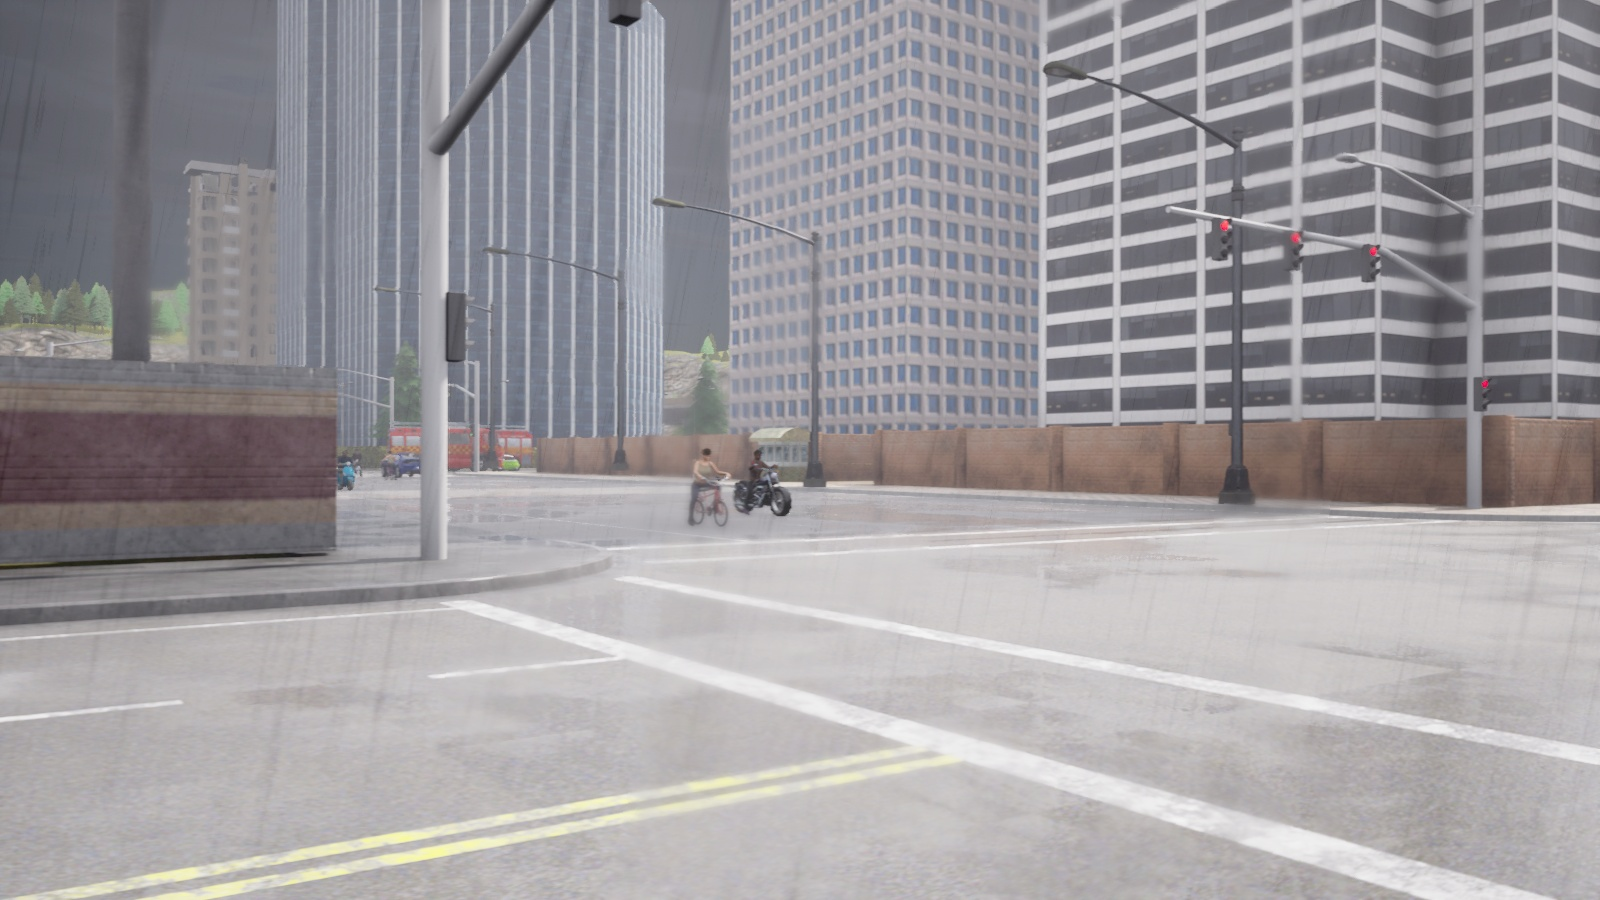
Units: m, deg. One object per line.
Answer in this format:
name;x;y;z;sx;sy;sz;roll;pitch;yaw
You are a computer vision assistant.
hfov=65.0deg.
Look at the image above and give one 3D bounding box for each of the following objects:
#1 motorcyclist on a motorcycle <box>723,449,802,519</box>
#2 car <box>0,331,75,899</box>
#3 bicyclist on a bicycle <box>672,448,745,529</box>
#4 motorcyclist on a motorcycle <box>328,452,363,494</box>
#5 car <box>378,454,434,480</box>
motorcyclist on a motorcycle;-0.946;0.800;30.709;0.766;1.649;2.350;0;0;-35
car;-3.570;0.683;1.174;4.856;1.649;2.033;0;0;-35
bicyclist on a bicycle;-1.899;0.771;25.929;0.866;1.612;1.509;0;0;-34
motorcyclist on a motorcycle;-17.707;0.878;48.886;0.866;1.590;1.817;0;0;-35
car;-24.124;1.002;76.715;1.882;1.535;5.008;0;0;-35
